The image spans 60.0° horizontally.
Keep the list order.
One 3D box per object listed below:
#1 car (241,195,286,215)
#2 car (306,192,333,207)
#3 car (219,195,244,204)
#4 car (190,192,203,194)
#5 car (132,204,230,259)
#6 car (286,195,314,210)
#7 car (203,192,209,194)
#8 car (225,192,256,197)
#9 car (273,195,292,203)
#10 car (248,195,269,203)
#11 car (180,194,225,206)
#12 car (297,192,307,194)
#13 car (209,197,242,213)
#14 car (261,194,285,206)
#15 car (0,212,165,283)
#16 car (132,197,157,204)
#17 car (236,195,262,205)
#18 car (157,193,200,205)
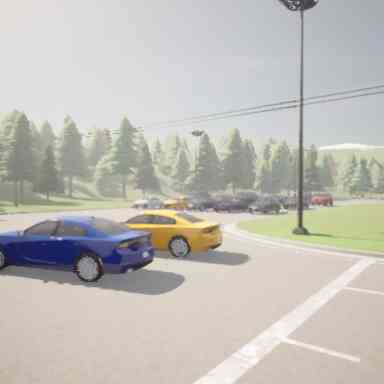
[{"bbox_3d":[7.243,1.373,33.178,2.128,1.511,4.902,1,0,36],"label":"car"},{"bbox_3d":[19.550,1.103,50.038,2.150,2.045,5.566,1,1,37],"label":"car"},{"bbox_3d":[6.716,1.236,56.234,1.882,1.535,5.008,1,0,36],"label":"car"},{"bbox_3d":[0.548,0.978,47.786,2.150,2.045,5.566,1,0,36],"label":"car"},{"bbox_3d":[-1.371,1.405,12.288,5.008,1.535,1.882,1,0,23],"label":"car"},{"bbox_3d":[12.963,1.431,41.072,2.033,1.411,5.357,1,0,36],"label":"car"},{"bbox_3d":[3.948,1.141,46.515,2.097,1.767,4.553,1,0,36],"label":"car"},{"bbox_3d":[7.047,1.042,44.833,2.150,2.045,5.566,1,0,36],"label":"car"},{"bbox_3d":[17.584,1.360,64.435,1.994,1.385,4.181,1,0,41],"label":"car"},{"bbox_3d":[12.926,1.287,64.485,1.812,1.442,4.674,1,0,40],"label":"car"},{"bbox_3d":[1.255,1.310,36.844,2.128,1.511,4.902,1,0,36],"label":"car"},{"bbox_3d":[20.790,1.051,62.661,2.150,2.045,5.566,1,0,44],"label":"car"},{"bbox_3d":[4.067,1.451,34.762,1.895,1.301,4.718,1,0,36],"label":"car"},{"bbox_3d":[12.977,1.174,52.950,2.097,1.767,4.553,1,0,36],"label":"car"},{"bbox_3d":[-3.503,1.405,9.296,5.008,1.535,1.882,1,0,20],"label":"car"},{"bbox_3d":[-5.152,1.282,39.928,1.812,1.442,4.674,1,0,36],"label":"car"},{"bbox_3d":[9.303,1.279,53.866,2.128,1.511,4.902,1,1,36],"label":"car"},{"bbox_3d":[-1.422,1.265,39.115,1.882,1.535,5.008,1,0,36],"label":"car"}]
